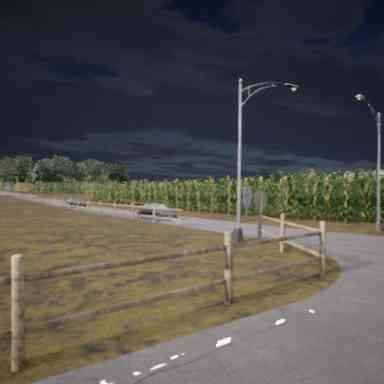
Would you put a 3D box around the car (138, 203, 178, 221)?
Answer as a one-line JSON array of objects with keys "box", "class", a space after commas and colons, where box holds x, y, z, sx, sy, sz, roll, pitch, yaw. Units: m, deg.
[{"box": [-3.038, 1.648, 28.704, 1.812, 1.442, 4.674, 2, -1, -35], "class": "car"}]

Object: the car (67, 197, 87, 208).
[{"box": [-16.364, 1.522, 47.517, 1.837, 1.490, 4.892, 2, -1, -35], "class": "car"}]
